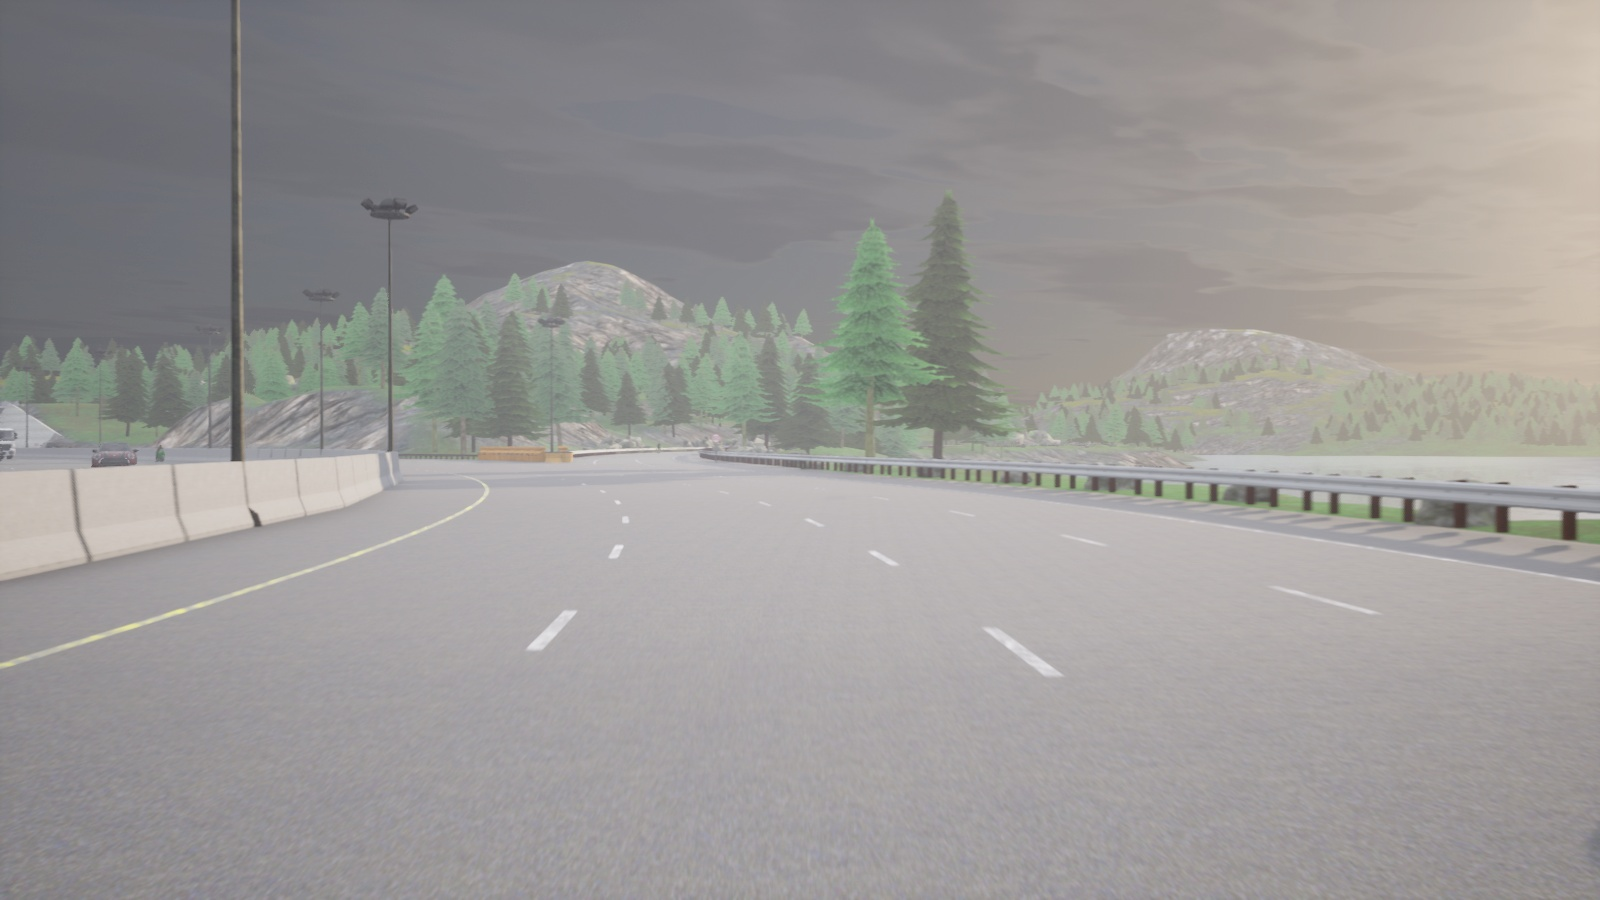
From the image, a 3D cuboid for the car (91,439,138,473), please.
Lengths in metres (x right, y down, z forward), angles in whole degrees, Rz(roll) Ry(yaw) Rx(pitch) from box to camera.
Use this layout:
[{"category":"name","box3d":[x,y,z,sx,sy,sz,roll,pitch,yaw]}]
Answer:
[{"category":"car","box3d":[-36.816,0.284,67.499,2.097,1.767,4.553,0,0,-27]}]
